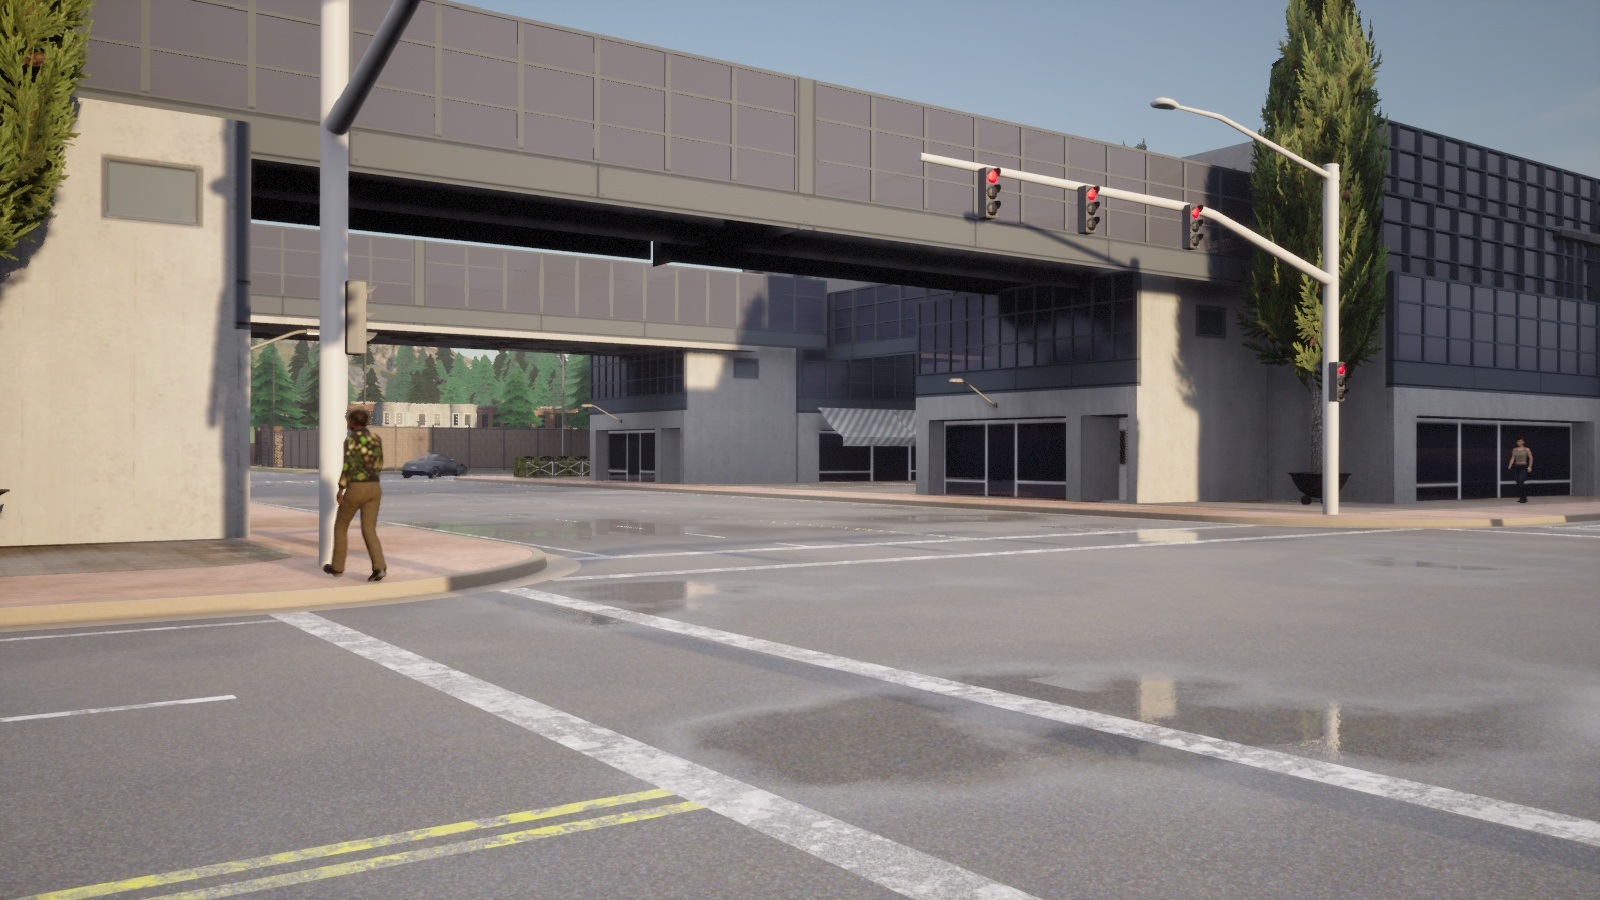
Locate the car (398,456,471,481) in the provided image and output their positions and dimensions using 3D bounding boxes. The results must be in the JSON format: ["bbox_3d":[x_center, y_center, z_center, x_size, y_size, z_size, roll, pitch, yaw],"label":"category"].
[{"bbox_3d":[-20.743,1.027,71.511,1.994,1.385,4.181,0,0,18],"label":"car"}]

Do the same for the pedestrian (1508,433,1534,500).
[{"bbox_3d":[19.669,0.445,34.264,0.594,1.836,0.345,0,0,-27],"label":"pedestrian"}]

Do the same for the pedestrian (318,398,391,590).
[{"bbox_3d":[-4.626,0.445,13.037,0.692,1.930,0.395,0,0,38],"label":"pedestrian"}]
